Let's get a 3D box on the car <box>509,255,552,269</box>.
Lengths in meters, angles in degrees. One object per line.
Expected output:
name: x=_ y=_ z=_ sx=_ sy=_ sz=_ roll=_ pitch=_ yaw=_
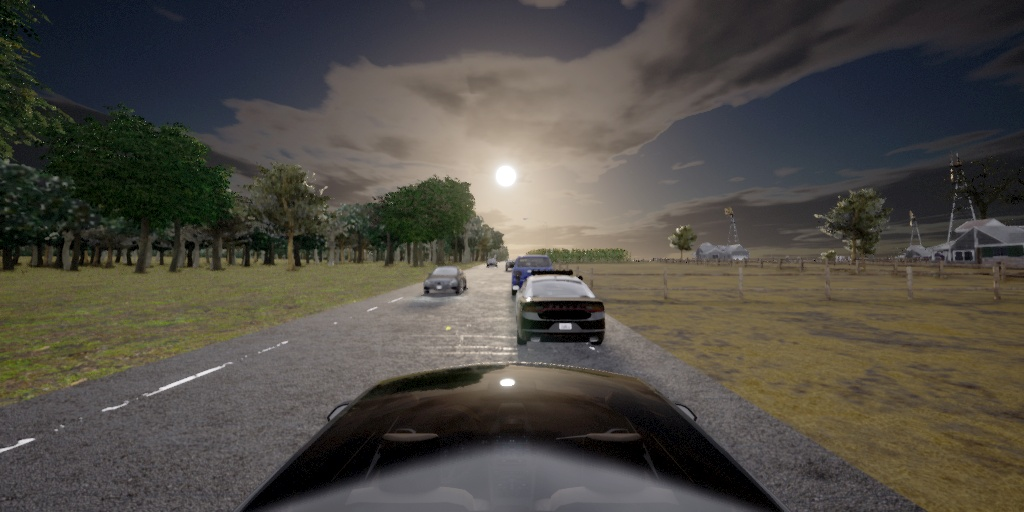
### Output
car: x=1.055 y=0.978 z=19.560 sx=2.150 sy=2.045 sz=5.566 roll=0 pitch=0 yaw=0

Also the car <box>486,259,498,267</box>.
car: x=-3.543 y=1.234 z=63.930 sx=1.837 sy=1.490 sz=4.892 roll=0 pitch=0 yaw=0

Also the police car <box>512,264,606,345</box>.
police car: x=1.052 y=1.178 z=9.627 sx=1.930 sy=1.638 sz=5.238 roll=0 pitch=0 yaw=0

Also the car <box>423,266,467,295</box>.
car: x=-3.594 y=1.279 z=20.022 sx=1.812 sy=1.442 sz=4.674 roll=0 pitch=0 yaw=0

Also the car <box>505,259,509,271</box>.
car: x=0.051 y=1.238 z=50.136 sx=2.128 sy=1.511 sz=4.902 roll=0 pitch=0 yaw=1
